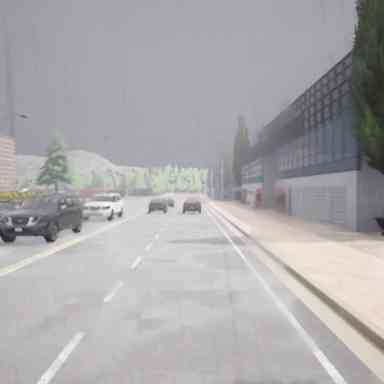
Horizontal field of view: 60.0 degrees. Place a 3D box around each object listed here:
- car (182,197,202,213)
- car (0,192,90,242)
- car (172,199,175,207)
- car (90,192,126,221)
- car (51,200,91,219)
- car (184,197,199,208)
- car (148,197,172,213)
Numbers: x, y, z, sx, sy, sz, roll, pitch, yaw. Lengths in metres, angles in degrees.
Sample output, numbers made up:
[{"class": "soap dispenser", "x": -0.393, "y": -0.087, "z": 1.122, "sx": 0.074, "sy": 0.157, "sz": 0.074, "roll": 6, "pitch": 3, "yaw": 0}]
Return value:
[{"class": "car", "x": 0.002, "y": 1.395, "z": 35.013, "sx": 1.882, "sy": 1.535, "sz": 5.008, "roll": 0, "pitch": 0, "yaw": 0}, {"class": "car", "x": -7.077, "y": 1.182, "z": 16.354, "sx": 2.150, "sy": 2.045, "sz": 5.566, "roll": 0, "pitch": 0, "yaw": 0}, {"class": "car", "x": -3.478, "y": 1.452, "z": 47.274, "sx": 1.994, "sy": 1.385, "sz": 4.181, "roll": 0, "pitch": 0, "yaw": 1}, {"class": "car", "x": -7.060, "y": 1.157, "z": 27.011, "sx": 2.150, "sy": 2.045, "sz": 5.566, "roll": 0, "pitch": 0, "yaw": 1}, {"class": "car", "x": -10.563, "y": 1.494, "z": 29.462, "sx": 1.994, "sy": 1.385, "sz": 4.181, "roll": 0, "pitch": 0, "yaw": 0}, {"class": "car", "x": 0.016, "y": 1.452, "z": 47.233, "sx": 1.994, "sy": 1.385, "sz": 4.181, "roll": 0, "pitch": 0, "yaw": 1}, {"class": "car", "x": -3.499, "y": 1.423, "z": 34.981, "sx": 1.837, "sy": 1.490, "sz": 4.892, "roll": 0, "pitch": 0, "yaw": 0}]
